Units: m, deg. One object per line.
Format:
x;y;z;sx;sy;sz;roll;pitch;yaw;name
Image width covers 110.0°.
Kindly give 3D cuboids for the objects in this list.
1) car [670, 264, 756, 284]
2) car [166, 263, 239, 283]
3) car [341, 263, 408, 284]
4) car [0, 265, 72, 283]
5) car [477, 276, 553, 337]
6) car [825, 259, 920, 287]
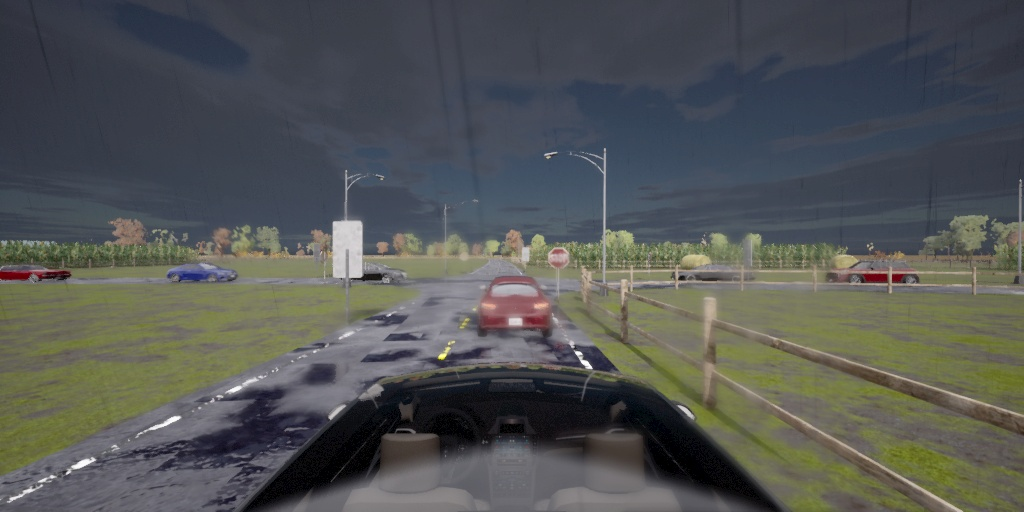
14.581;1.293;26.208;5.357;1.411;2.033;0;0;10;car
-23.344;1.261;27.087;4.674;1.442;1.812;0;0;2;car
-10.113;1.235;26.256;4.902;1.511;2.128;0;0;8;car
-36.691;1.332;27.188;4.718;1.301;1.895;0;0;-1;car
0.058;1.274;10.147;1.812;1.442;4.674;0;0;-1;car
24.253;1.109;24.338;4.553;1.767;2.097;0;0;12;car
